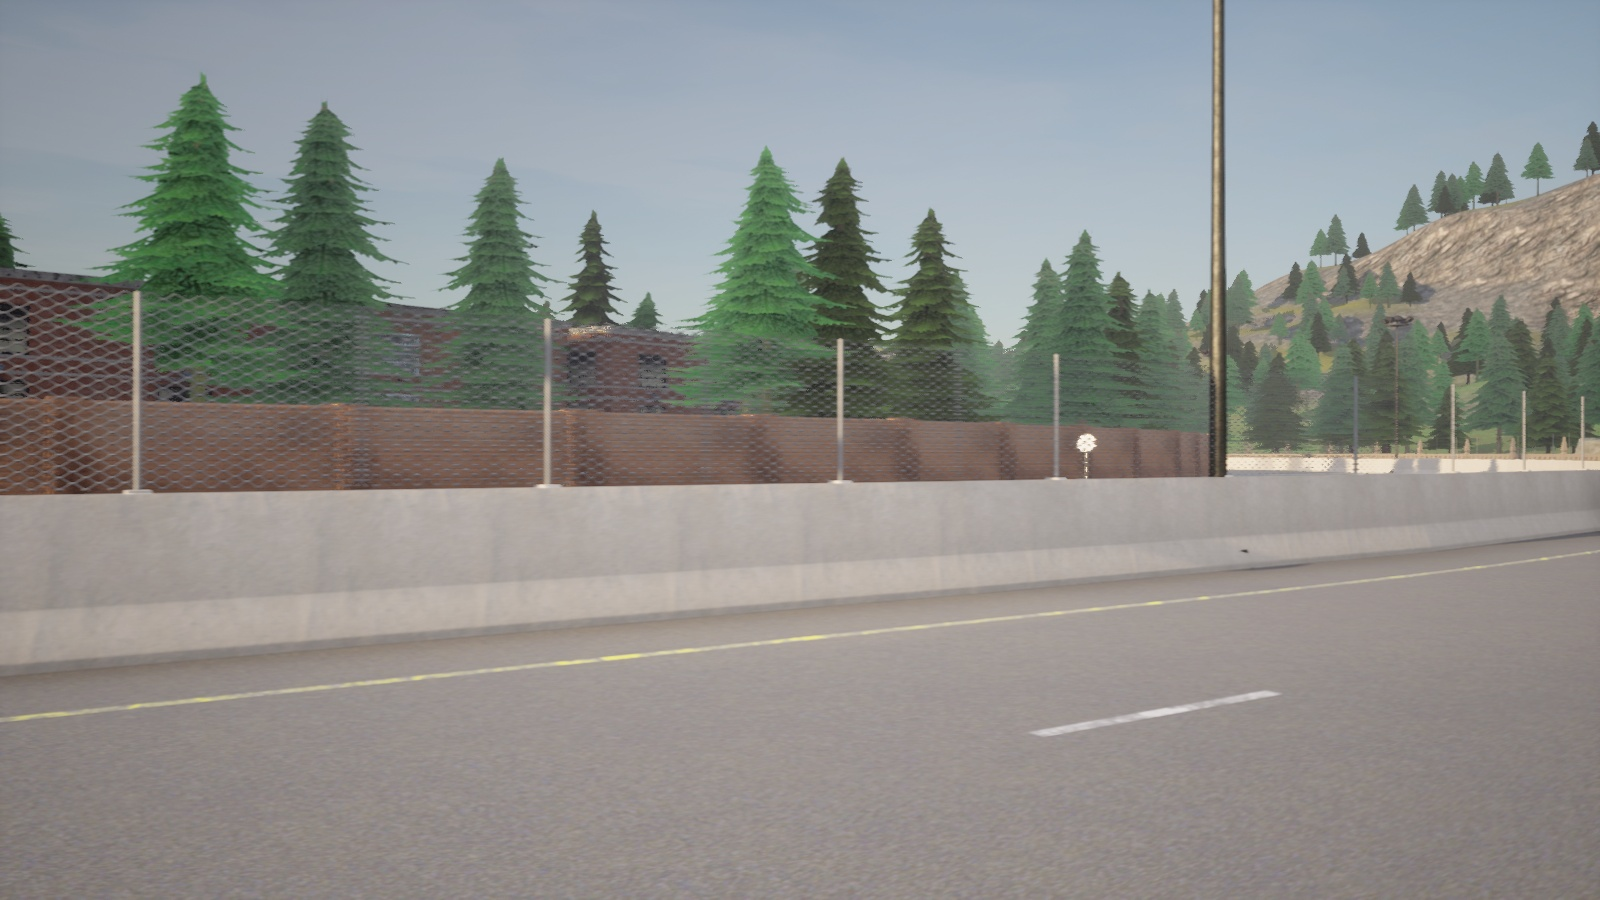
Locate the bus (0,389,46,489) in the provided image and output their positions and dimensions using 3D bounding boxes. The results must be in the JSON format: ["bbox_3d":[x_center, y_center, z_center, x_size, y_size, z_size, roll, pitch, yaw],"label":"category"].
[{"bbox_3d":[-37.638,-0.463,52.152,10.273,4.253,3.944,0,0,-43],"label":"bus"}]
